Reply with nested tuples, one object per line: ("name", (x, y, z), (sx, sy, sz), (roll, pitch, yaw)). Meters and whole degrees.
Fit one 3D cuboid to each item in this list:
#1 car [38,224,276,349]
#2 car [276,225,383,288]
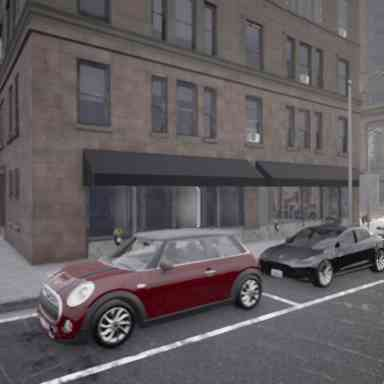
("car", (-0.627, 1.464, 6.220), (4.097, 1.590, 1.967), (1, -1, -36))
("car", (3.847, 1.635, 9.426), (4.313, 1.339, 1.947), (1, -1, -36))
